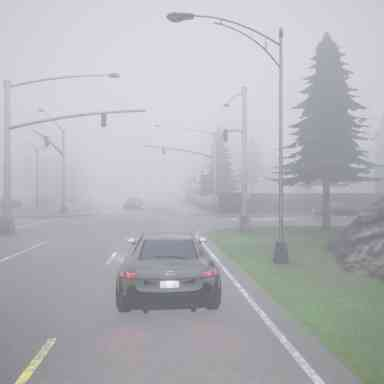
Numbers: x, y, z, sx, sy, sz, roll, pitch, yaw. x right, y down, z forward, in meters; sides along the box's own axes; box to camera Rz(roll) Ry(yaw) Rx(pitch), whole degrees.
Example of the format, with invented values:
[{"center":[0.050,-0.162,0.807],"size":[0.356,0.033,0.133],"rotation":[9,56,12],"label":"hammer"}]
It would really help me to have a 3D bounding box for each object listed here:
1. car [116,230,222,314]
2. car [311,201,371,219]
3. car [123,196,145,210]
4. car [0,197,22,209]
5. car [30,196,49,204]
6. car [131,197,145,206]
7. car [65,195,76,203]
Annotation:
[{"center":[-0.567,1.564,7.743],"size":[1.994,1.385,4.181],"rotation":[0,0,-5],"label":"car"},{"center":[12.682,1.491,28.391],"size":[4.902,1.511,2.128],"rotation":[0,0,-7],"label":"car"},{"center":[-7.660,1.350,43.125],"size":[2.097,1.767,4.553],"rotation":[0,0,-5],"label":"car"},{"center":[-21.376,1.338,38.426],"size":[2.007,1.523,4.514],"rotation":[0,0,-5],"label":"car"},{"center":[-25.960,1.382,56.712],"size":[1.970,1.475,3.806],"rotation":[0,0,-5],"label":"car"},{"center":[-8.766,1.562,54.686],"size":[1.994,1.385,4.181],"rotation":[0,0,-5],"label":"car"},{"center":[-23.631,1.371,64.362],"size":[1.845,1.501,3.633],"rotation":[0,0,-5],"label":"car"}]
